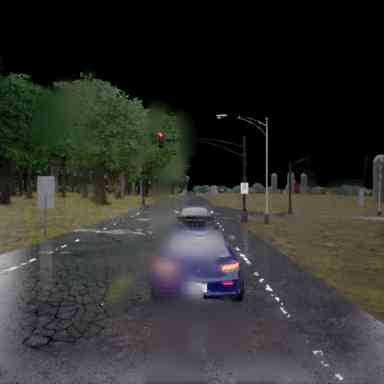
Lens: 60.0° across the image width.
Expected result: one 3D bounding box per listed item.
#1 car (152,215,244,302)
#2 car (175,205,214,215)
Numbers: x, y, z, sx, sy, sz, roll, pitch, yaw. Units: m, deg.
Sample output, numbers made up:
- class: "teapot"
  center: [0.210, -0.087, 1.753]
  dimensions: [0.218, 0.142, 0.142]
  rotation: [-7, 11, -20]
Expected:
- class: "car"
  center: [0.120, 1.516, 8.132]
  dimensions: [1.812, 1.442, 4.674]
  rotation: [0, 0, 0]
- class: "car"
  center: [0.134, 1.432, 17.411]
  dimensions: [1.882, 1.535, 5.008]
  rotation: [0, 0, 0]
